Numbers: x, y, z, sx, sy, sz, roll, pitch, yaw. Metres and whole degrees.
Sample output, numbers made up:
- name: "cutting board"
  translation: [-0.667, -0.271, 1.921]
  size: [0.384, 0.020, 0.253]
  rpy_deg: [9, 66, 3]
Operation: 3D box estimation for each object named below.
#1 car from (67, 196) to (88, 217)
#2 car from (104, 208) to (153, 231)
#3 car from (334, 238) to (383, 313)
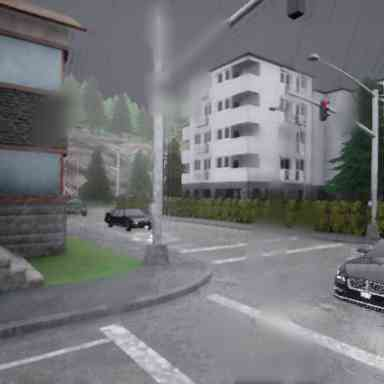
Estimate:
- name: "car"
  translation: [-12.667, 1.511, 34.794]
  size: [2.150, 2.045, 5.566]
  rpy_deg: [1, 0, -35]
- name: "car"
  translation: [-4.397, 1.840, 23.157]
  size: [2.033, 1.411, 5.357]
  rpy_deg: [1, 0, -36]
- name: "car"
  translation: [5.198, 1.714, 7.569]
  size: [4.892, 1.490, 1.837]
  rpy_deg: [2, -1, -35]
